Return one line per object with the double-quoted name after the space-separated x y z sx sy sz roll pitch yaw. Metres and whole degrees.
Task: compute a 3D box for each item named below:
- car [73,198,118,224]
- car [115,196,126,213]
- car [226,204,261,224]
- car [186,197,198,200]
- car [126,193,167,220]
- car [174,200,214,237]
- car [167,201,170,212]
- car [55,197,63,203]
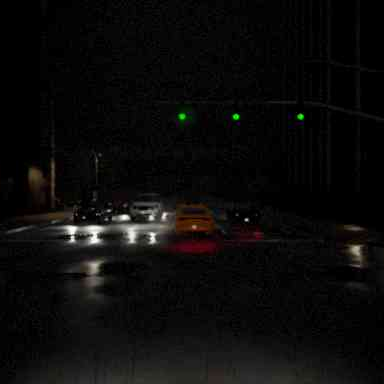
-7.089 1.432 24.255 1.837 1.490 4.892 0 0 0 "car"
-7.042 1.252 33.442 2.097 1.767 4.553 0 0 1 "car"
3.597 1.529 24.121 1.895 1.301 4.718 0 0 0 "car"
-0.006 1.419 48.668 1.994 1.385 4.181 0 0 0 "car"
-3.575 1.140 27.208 2.150 2.045 5.566 0 0 0 "car"
0.098 1.425 17.577 1.882 1.535 5.008 0 0 0 "car"
-3.513 1.455 36.569 1.994 1.385 4.181 0 0 0 "car"
-25.973 1.116 60.391 4.553 1.767 2.097 0 0 0 "car"
